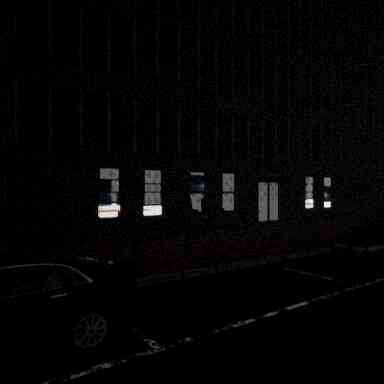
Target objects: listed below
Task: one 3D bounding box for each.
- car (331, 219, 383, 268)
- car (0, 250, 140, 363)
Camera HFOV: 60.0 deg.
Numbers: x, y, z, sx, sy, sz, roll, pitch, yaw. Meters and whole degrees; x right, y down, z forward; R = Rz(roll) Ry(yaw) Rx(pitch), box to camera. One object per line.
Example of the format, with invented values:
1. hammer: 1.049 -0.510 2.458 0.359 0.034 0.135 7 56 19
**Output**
1. car: 6.408 1.581 11.097 4.206 1.307 1.802 0 0 -35
2. car: -2.876 1.551 4.509 4.403 1.369 2.008 0 0 -35
